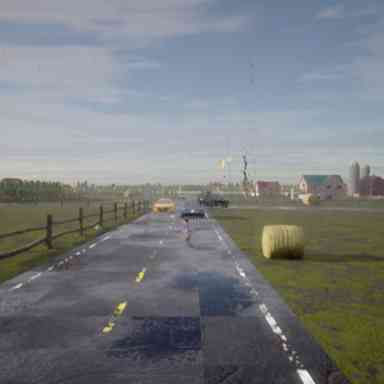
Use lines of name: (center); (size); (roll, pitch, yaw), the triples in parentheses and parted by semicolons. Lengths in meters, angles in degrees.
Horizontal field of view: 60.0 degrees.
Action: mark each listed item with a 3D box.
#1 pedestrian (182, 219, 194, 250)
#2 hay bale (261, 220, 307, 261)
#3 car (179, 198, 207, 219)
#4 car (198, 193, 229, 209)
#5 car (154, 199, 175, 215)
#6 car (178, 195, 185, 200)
pedestrian: (-0.140, 1.561, 12.794); (0.375, 1.300, 0.375); (-1, 1, 3)
hay bale: (3.133, 1.645, 11.505); (1.220, 1.180, 1.240); (1, 1, 0)
car: (0.071, 1.540, 29.355); (1.994, 1.385, 4.181); (0, 0, 1)
car: (2.960, 1.259, 46.305); (2.150, 2.045, 5.566); (-1, -2, 38)
car: (-2.793, 1.450, 34.363); (1.882, 1.535, 5.008); (0, 0, 1)
car: (-2.752, 1.412, 87.341); (1.882, 1.535, 5.008); (0, 0, 0)
